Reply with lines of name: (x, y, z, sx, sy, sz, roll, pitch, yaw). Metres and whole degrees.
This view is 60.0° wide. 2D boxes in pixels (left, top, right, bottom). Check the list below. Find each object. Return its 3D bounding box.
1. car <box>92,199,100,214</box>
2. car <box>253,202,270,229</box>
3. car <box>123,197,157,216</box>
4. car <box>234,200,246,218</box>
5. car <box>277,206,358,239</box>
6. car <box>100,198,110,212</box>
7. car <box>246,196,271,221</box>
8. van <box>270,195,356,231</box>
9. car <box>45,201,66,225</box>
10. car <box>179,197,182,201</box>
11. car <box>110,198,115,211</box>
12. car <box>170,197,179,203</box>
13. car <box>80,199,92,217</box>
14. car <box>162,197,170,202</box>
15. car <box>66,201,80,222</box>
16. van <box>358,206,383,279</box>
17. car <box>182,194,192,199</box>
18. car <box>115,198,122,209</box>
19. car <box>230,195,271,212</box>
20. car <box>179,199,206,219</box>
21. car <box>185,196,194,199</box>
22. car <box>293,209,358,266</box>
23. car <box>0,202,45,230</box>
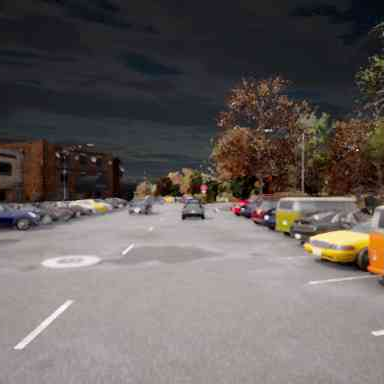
car: (-11.400, 1.567, 31.460, 4.674, 1.452, 2.002, -1, 0, -20)
car: (6.437, 1.528, 19.712, 4.792, 1.488, 2.163, 1, 0, -20)
car: (-5.051, 1.536, 33.057, 2.128, 1.511, 4.902, 0, 0, 0)
car: (6.441, 1.549, 28.547, 4.792, 1.488, 2.163, 1, 0, -20)
car: (6.399, 1.489, 13.813, 4.892, 1.521, 2.231, 1, 0, -20)
car: (-11.568, 1.533, 34.325, 5.366, 1.575, 1.946, -1, 0, -20)
car: (6.385, 1.378, 22.635, 4.553, 1.767, 2.185, 1, 0, -20)
van: (6.517, 1.269, 16.803, 4.442, 1.987, 1.878, 1, 0, -20)
car: (-11.409, 1.506, 22.657, 4.892, 1.521, 2.231, -1, 0, -20)
car: (-0.972, 1.549, 75.845, 2.435, 2.045, 5.566, 0, -1, -7)
car: (-11.397, 1.581, 37.328, 4.674, 1.452, 2.002, -1, 0, -20)
car: (-3.420, 1.995, 87.005, 2.231, 1.521, 4.892, 0, -1, -18)
car: (-11.410, 1.521, 28.530, 4.892, 1.521, 2.231, -1, 0, -20)
car: (-5.624, 2.087, 92.305, 2.097, 1.535, 5.008, -1, -1, -27)
car: (-11.373, 1.542, 25.604, 4.792, 1.488, 2.163, -1, 0, -20)
van: (6.515, 1.260, 7.967, 4.442, 1.987, 1.878, 1, 0, -20)
car: (-0.614, 1.716, 69.858, 2.097, 1.535, 5.008, 0, -1, -1)
car: (-11.400, 1.549, 40.262, 4.892, 1.521, 2.231, -1, 0, -20)
car: (6.394, 1.274, 31.465, 5.566, 2.045, 2.435, 1, 0, -20)
car: (0.113, 1.598, 29.429, 1.994, 1.385, 4.181, 0, 0, 1)
car: (0.642, 1.634, 44.283, 1.994, 1.385, 4.181, 0, 0, 8)
car: (6.231, 1.480, 10.803, 5.366, 1.575, 1.946, 1, 0, -20)
car: (-11.436, 1.374, 19.717, 4.553, 1.767, 2.185, -1, 0, -20)
